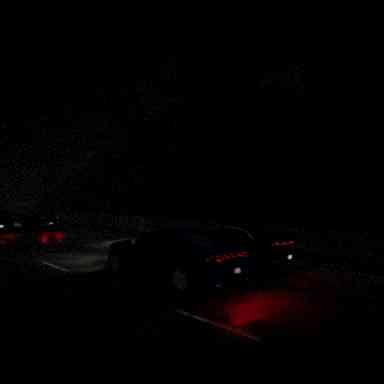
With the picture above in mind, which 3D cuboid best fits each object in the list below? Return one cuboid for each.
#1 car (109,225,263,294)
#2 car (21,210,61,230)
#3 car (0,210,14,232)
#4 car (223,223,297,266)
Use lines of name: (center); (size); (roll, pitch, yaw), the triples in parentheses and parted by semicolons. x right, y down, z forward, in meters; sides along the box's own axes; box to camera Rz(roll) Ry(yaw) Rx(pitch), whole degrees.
car: (-0.616, 1.815, 9.967); (1.882, 1.535, 5.008); (3, -3, -45)
car: (-12.315, 2.205, 27.010); (2.128, 1.511, 4.902); (3, -3, -43)
car: (-14.484, 2.087, 24.205); (1.837, 1.490, 4.892); (3, -3, -43)
car: (1.544, 1.960, 12.756); (2.128, 1.511, 4.902); (3, -3, -45)
